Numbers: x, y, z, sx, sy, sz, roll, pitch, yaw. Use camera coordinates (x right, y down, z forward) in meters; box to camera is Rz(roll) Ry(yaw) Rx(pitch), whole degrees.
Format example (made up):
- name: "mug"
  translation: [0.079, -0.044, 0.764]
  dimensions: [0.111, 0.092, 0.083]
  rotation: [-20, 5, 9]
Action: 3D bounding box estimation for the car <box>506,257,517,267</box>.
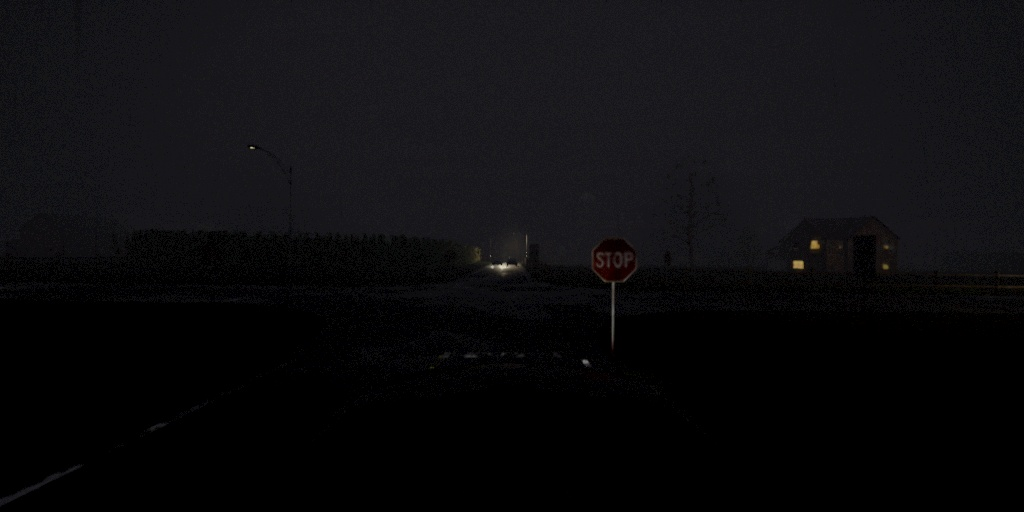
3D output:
- name: "car"
  translation: [-0.007, 1.048, 62.869]
  dimensions: [1.882, 1.535, 5.008]
  rotation: [0, 0, 0]
